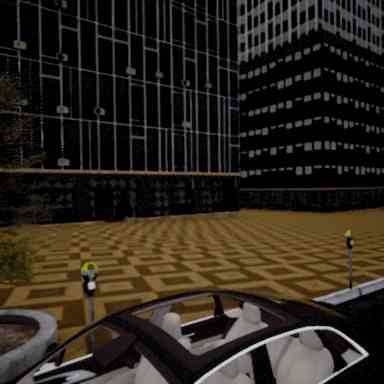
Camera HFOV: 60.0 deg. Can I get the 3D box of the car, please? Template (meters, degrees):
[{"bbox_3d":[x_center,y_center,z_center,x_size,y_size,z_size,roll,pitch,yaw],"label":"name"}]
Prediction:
[{"bbox_3d":[-0.104,1.552,2.373,4.403,1.369,2.008,0,-1,-35],"label":"car"}]
